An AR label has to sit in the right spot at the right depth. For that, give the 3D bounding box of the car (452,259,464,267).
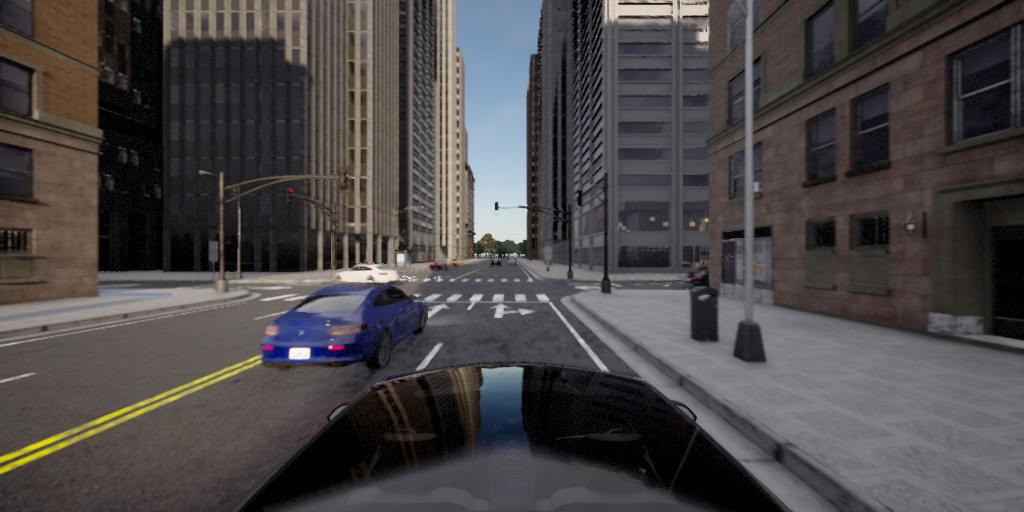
[{"bbox_3d":[-9.760,1.209,63.756,1.882,1.535,5.008,0,0,0],"label":"car"}]

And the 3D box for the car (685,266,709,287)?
[{"bbox_3d":[13.177,1.280,22.044,4.674,1.442,1.812,0,0,1],"label":"car"}]

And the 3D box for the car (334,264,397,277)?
[{"bbox_3d":[-9.732,1.270,23.915,4.674,1.442,1.812,0,-1,23],"label":"car"}]

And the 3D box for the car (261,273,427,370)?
[{"bbox_3d":[-3.147,1.276,7.621,1.812,1.442,4.674,0,0,0],"label":"car"}]

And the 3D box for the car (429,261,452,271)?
[{"bbox_3d":[-9.812,1.335,48.259,1.895,1.301,4.718,0,0,0],"label":"car"}]
